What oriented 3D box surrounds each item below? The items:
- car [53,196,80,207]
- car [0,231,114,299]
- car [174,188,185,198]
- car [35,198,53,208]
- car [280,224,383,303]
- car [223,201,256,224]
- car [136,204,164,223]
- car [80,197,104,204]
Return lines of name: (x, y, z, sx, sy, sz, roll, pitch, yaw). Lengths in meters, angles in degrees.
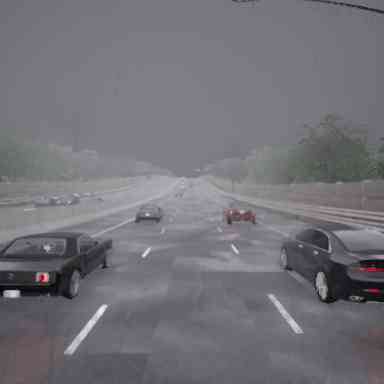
car: (-17.573, 1.326, 47.619, 2.097, 1.767, 4.553, 0, 1, 0)
car: (-3.402, 1.658, 8.522, 1.895, 1.301, 4.718, 0, 0, 0)
car: (-3.515, 0.563, 85.875, 2.033, 1.649, 4.856, 0, 2, 0)
car: (-21.069, 1.525, 48.288, 1.994, 1.385, 4.181, 0, 1, 0)
car: (3.597, 1.562, 8.294, 1.837, 1.490, 4.892, 0, 0, 0)
car: (3.595, 1.495, 25.974, 2.097, 1.767, 4.553, 0, 0, 0)
car: (-3.405, 1.708, 27.491, 1.994, 1.385, 4.181, 0, 0, 0)
car: (-14.075, 1.474, 47.916, 1.837, 1.490, 4.892, 0, 1, 0)
